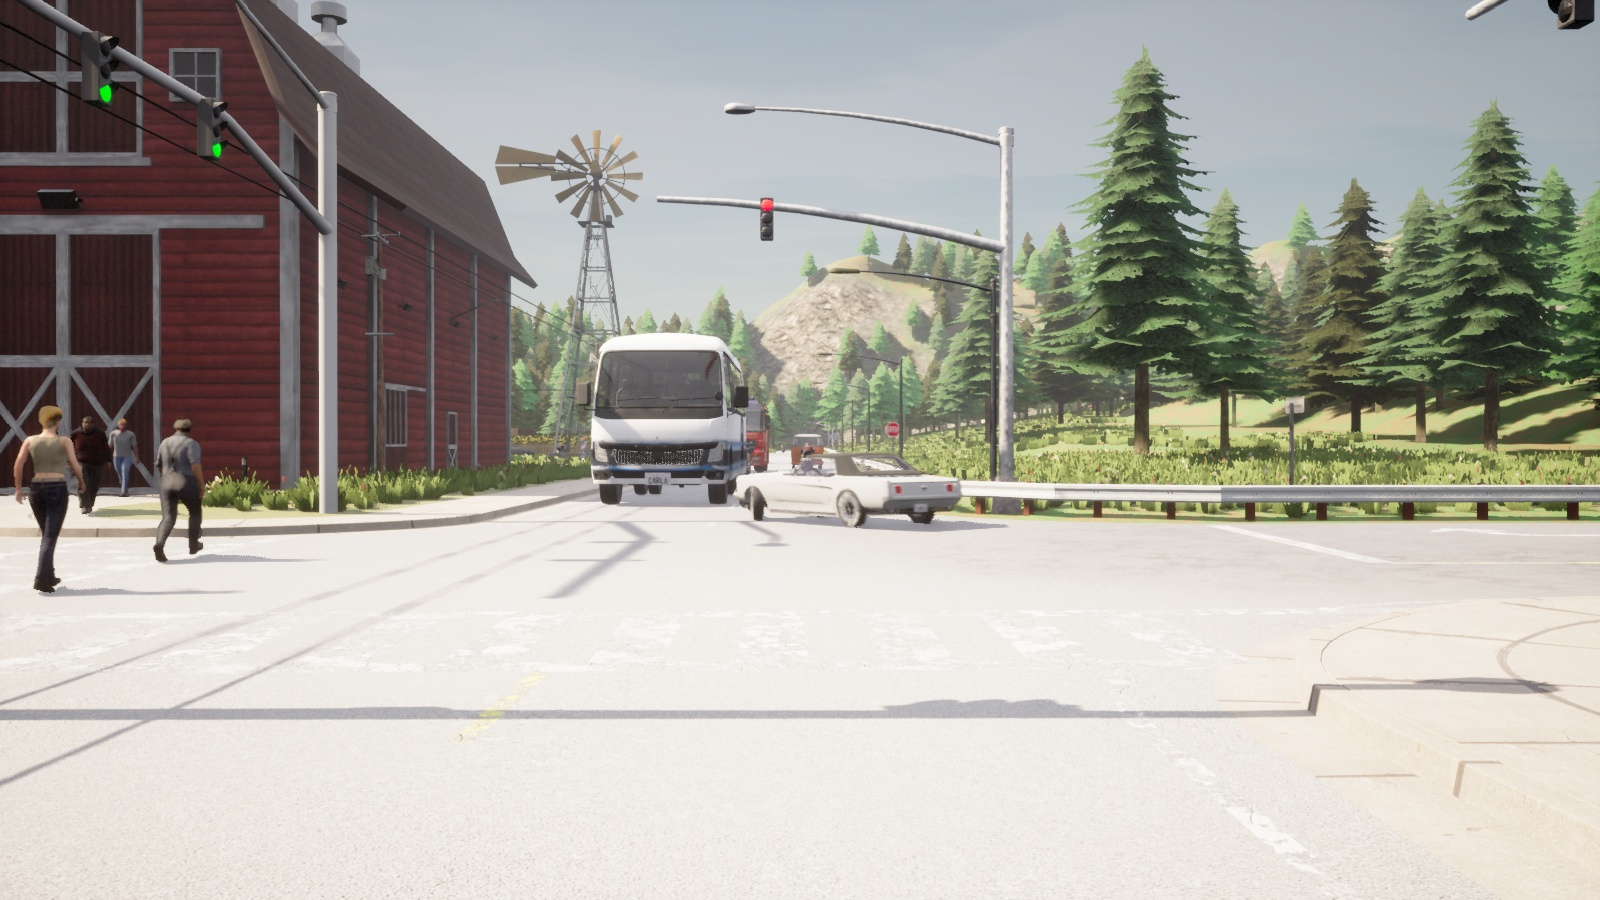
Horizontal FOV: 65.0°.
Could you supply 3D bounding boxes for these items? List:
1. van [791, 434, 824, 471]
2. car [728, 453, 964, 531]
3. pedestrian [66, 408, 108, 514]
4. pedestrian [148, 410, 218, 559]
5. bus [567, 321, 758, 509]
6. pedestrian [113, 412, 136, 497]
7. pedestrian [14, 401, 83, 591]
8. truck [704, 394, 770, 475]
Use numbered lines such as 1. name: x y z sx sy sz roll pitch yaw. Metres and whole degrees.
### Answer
1. van: 0.417 0.105 69.784 1.775 1.987 4.442 0 0 0
2. car: 0.732 0.707 23.454 1.895 1.301 4.718 0 0 -36
3. pedestrian: -12.745 0.185 22.443 0.634 1.844 0.899 0 0 -30
4. pedestrian: -7.809 0.426 15.903 0.540 1.848 0.694 0 0 0
5. bus: -3.290 -0.823 33.683 3.944 4.253 10.273 0 0 0
6. pedestrian: -14.896 0.092 27.711 0.354 1.836 0.706 0 0 -20
7. pedestrian: -7.441 0.446 12.449 0.345 1.836 0.594 0 0 -3
8. truck: -3.115 -0.784 64.106 2.891 3.827 8.468 0 1 0
